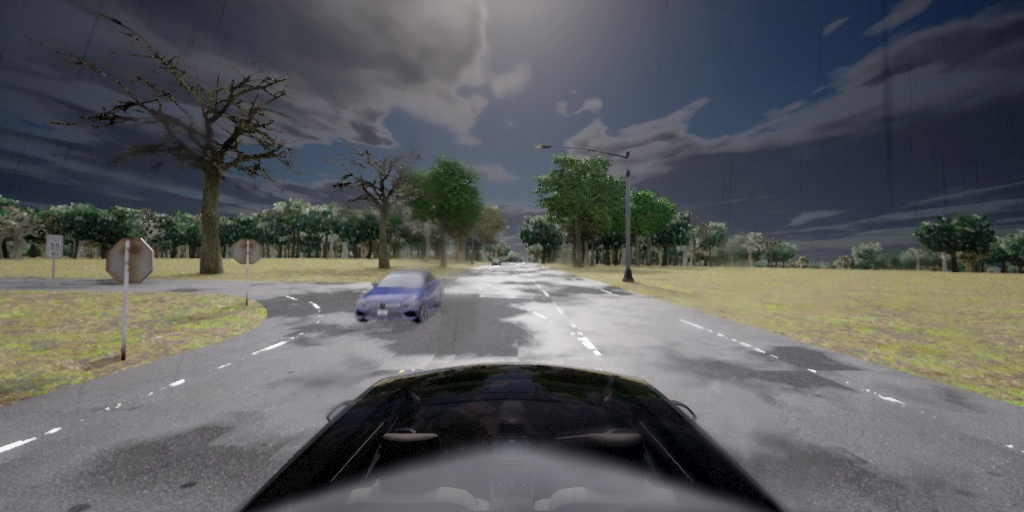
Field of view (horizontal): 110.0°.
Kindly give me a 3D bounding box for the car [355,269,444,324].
[{"bbox_3d":[-3.491,1.206,11.984,1.812,1.442,4.674,1,2,0],"label":"car"}]
